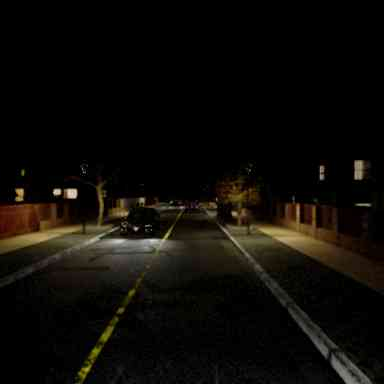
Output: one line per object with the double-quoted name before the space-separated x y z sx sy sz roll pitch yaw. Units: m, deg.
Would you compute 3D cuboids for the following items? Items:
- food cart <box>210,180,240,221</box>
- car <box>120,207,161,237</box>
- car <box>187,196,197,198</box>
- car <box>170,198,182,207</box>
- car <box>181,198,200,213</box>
"food cart" 3.040 0.730 31.849 2.280 3.560 4.660 1 1 0
"car" -2.855 1.665 19.352 1.837 1.490 4.892 0 0 0
"car" -0.015 1.682 55.308 2.150 2.045 5.566 0 -1 0
"car" -2.816 1.853 60.102 2.097 1.767 4.553 0 0 0
"car" 0.026 1.907 43.351 2.033 1.411 5.357 0 0 1
